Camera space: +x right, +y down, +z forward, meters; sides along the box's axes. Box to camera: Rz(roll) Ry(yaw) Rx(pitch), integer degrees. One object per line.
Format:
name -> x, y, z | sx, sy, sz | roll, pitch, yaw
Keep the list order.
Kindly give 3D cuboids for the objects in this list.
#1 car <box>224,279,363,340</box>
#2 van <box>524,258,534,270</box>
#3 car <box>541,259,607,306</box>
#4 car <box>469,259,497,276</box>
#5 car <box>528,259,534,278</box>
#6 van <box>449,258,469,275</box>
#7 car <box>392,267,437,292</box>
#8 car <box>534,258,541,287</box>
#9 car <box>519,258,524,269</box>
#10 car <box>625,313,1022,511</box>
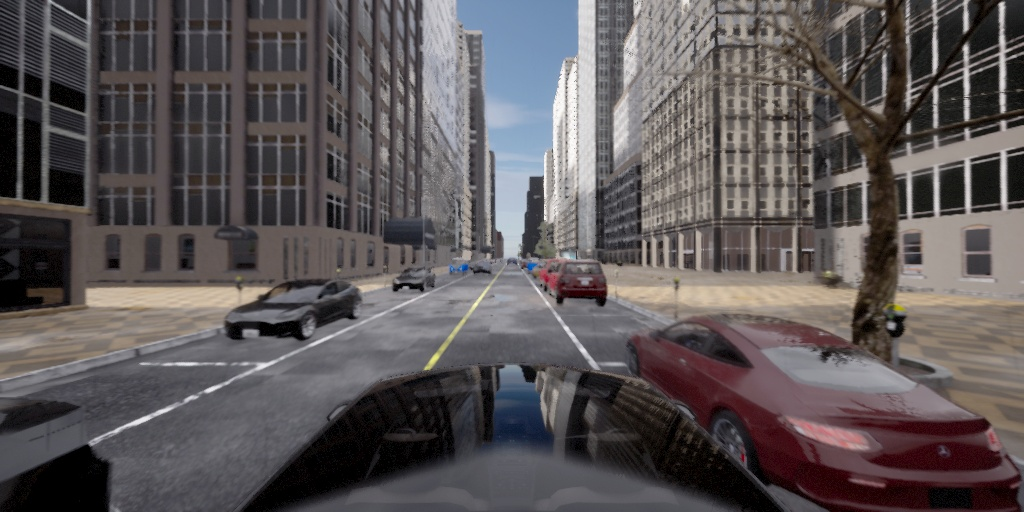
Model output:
car -> -5.689, 1.319, 9.985 | 1.948, 1.339, 4.313 | 0, 0, 0
van -> 2.701, 1.113, 44.098 | 1.690, 1.789, 3.998 | 0, 0, 0
car -> 2.694, 1.072, 15.653 | 2.192, 1.841, 5.009 | 0, 0, 0
car -> -3.074, 1.316, 38.661 | 2.033, 1.411, 5.357 | 0, 0, 0
car -> 2.698, 1.292, 32.890 | 1.751, 1.417, 4.829 | 0, 0, 0
van -> -5.681, 1.109, 38.431 | 1.690, 1.789, 3.998 | 0, 0, 0
car -> -5.685, 1.325, 21.364 | 1.948, 1.339, 4.313 | 0, 0, 0
car -> 2.695, 1.075, 21.342 | 2.192, 1.841, 5.009 | 0, 0, 0
car -> 2.365, 1.305, 55.733 | 1.812, 1.442, 4.674 | 0, 0, 0
car -> 2.691, 1.334, 4.276 | 1.802, 1.307, 4.207 | 0, 0, 0
